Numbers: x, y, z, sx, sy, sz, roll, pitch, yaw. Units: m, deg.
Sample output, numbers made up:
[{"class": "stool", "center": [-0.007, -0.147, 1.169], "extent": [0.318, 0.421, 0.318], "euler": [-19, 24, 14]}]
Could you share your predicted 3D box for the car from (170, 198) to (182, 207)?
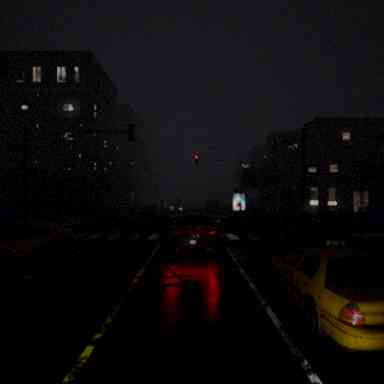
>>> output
[{"class": "car", "center": [-3.009, 2.074, 66.034], "extent": [2.097, 1.767, 4.553], "euler": [0, -1, 0]}]

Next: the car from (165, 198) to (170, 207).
[{"class": "car", "center": [-5.692, 2.219, 61.572], "extent": [2.008, 1.369, 4.403], "euler": [0, -1, 0]}]

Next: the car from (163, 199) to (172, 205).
[{"class": "car", "center": [-5.692, 2.392, 78.490], "extent": [1.752, 1.417, 4.829], "euler": [0, -1, 0]}]

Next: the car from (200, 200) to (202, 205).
[{"class": "car", "center": [2.688, 2.185, 55.887], "extent": [1.802, 1.307, 4.206], "euler": [0, -1, 0]}]

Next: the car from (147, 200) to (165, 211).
[{"class": "car", "center": [-5.693, 2.089, 50.179], "extent": [2.008, 1.369, 4.403], "euler": [0, -1, 0]}]

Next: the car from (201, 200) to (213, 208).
[{"class": "car", "center": [2.688, 2.219, 61.584], "extent": [2.008, 1.369, 4.403], "euler": [0, -1, 0]}]

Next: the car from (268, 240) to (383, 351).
[{"class": "car", "center": [2.685, 1.593, 6.498], "extent": [1.752, 1.417, 4.829], "euler": [0, -1, 0]}]

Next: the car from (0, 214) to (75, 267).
[{"class": "car", "center": [-5.696, 1.649, 11.859], "extent": [1.752, 1.417, 4.829], "euler": [0, -1, 0]}]

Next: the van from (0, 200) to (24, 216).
[{"class": "van", "center": [-17.762, 1.606, 30.932], "extent": [3.998, 1.788, 1.690], "euler": [0, 0, 0]}]

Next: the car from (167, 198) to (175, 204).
[{"class": "car", "center": [-5.693, 2.446, 90.053], "extent": [1.967, 1.590, 4.097], "euler": [-1, -1, 0]}]

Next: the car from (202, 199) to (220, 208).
[{"class": "car", "center": [2.686, 1.914, 44.495], "extent": [1.967, 1.590, 4.097], "euler": [0, -1, 0]}]

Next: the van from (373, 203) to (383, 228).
[{"class": "van", "center": [14.659, 1.645, 22.790], "extent": [3.998, 1.788, 1.690], "euler": [0, 0, 0]}]

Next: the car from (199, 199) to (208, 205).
[{"class": "car", "center": [2.689, 2.419, 78.672], "extent": [2.008, 1.369, 4.403], "euler": [-1, -1, 0]}]

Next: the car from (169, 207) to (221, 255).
[{"class": "car", "center": [0.203, 1.625, 14.160], "extent": [1.882, 1.535, 5.008], "euler": [0, 0, 4]}]
